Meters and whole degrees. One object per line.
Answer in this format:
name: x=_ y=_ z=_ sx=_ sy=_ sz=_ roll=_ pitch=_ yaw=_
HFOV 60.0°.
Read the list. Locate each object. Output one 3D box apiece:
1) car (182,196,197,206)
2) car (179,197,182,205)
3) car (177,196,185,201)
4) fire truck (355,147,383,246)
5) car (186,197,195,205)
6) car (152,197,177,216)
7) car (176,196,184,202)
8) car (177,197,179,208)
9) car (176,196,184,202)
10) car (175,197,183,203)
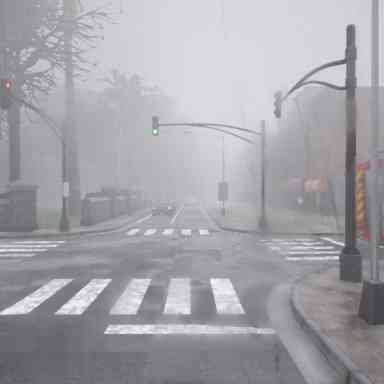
car: x=-0.279 y=1.671 z=56.970 sx=1.812 sy=1.442 sz=4.674 roll=0 pitch=0 yaw=0
car: x=-2.885 y=1.693 z=49.497 sx=1.802 sy=1.307 sz=4.206 roll=0 pitch=0 yaw=0
car: x=-3.111 y=1.941 z=95.005 sx=1.947 sy=1.339 sz=4.313 roll=-1 pitch=0 yaw=0
fire truck: x=10.512 y=0.264 z=11.854 sx=8.468 sy=3.827 sz=2.891 roll=0 pitch=0 yaw=0
car: x=-0.329 y=1.723 z=66.973 sx=1.812 sy=1.442 sz=4.674 roll=0 pitch=0 yaw=0
car: x=-2.800 y=1.490 z=32.432 sx=1.967 sy=1.590 sz=4.097 roll=0 pitch=0 yaw=0
car: x=-3.054 y=1.842 z=83.628 sx=1.887 sy=1.381 sz=4.507 roll=0 pitch=0 yaw=0
car: x=-2.828 y=1.508 z=38.120 sx=1.967 sy=1.590 sz=4.097 roll=0 pitch=0 yaw=0
car: x=-3.083 y=1.886 z=89.317 sx=2.008 sy=1.369 sz=4.403 roll=-1 pitch=0 yaw=0
car: x=-3.026 y=1.806 z=77.940 sx=1.887 sy=1.381 sz=4.507 roll=0 pitch=0 yaw=0
